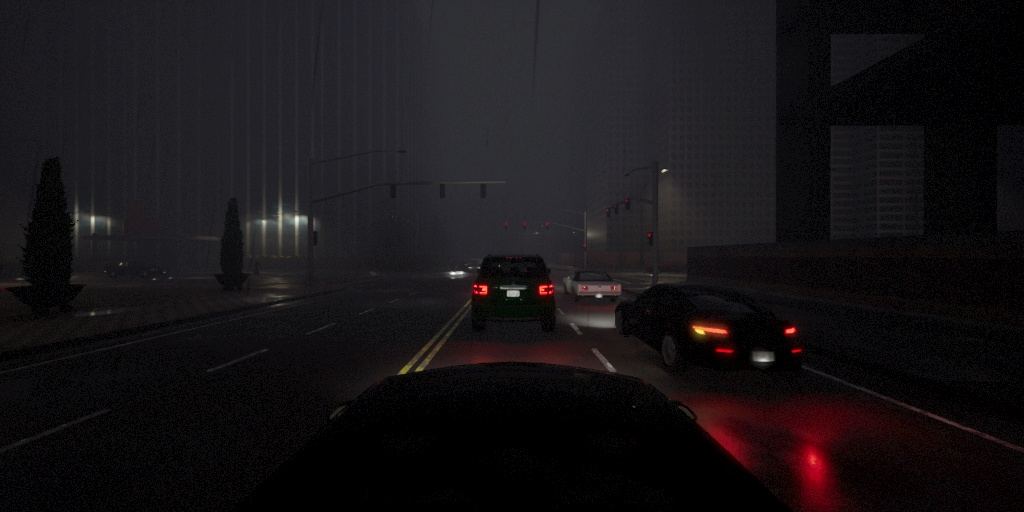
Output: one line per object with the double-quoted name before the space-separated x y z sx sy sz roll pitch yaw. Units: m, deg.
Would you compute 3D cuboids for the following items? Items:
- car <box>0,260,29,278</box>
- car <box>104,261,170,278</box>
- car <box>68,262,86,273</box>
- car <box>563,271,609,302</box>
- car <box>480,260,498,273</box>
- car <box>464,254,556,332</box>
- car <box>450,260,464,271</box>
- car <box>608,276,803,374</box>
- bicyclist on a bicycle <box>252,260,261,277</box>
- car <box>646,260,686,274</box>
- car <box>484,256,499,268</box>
"car" -46.466 1.312 33.021 4.181 1.385 1.994 0 0 0
"car" -34.503 1.241 33.064 4.902 1.511 2.128 0 0 0
"car" -50.686 1.275 40.125 4.674 1.442 1.812 0 0 0
"car" 3.594 1.351 16.975 1.895 1.301 4.718 0 0 0
"car" -3.029 1.297 46.261 2.033 1.411 5.357 0 0 -7
"car" 0.058 0.971 11.057 2.150 2.045 5.566 0 0 1
"car" -7.059 1.242 47.958 2.128 1.511 4.902 0 0 0
"car" 3.589 1.276 7.418 1.812 1.442 4.674 0 0 0
"bicyclist on a bicycle" -24.643 1.203 34.599 0.582 1.620 1.656 0 0 -13
"car" 17.810 1.227 40.723 5.008 1.535 1.882 0 0 0
"car" -3.525 0.968 62.611 2.150 2.045 5.566 0 0 0
